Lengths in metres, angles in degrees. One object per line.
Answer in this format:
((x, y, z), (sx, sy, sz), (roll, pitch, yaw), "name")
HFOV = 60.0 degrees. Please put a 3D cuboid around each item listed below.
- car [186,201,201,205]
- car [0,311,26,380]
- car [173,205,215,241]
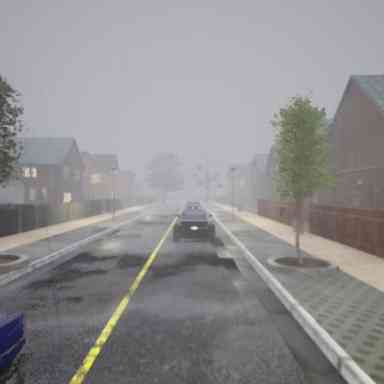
((0.114, 1.620, 34.661), (2.033, 1.411, 5.357), (0, 0, 0), "car")
((-2.849, 1.601, 1.623), (1.895, 1.301, 4.718), (0, 0, 0), "car")
((0.106, 1.576, 16.745), (1.994, 1.385, 4.181), (0, 0, 0), "car")
